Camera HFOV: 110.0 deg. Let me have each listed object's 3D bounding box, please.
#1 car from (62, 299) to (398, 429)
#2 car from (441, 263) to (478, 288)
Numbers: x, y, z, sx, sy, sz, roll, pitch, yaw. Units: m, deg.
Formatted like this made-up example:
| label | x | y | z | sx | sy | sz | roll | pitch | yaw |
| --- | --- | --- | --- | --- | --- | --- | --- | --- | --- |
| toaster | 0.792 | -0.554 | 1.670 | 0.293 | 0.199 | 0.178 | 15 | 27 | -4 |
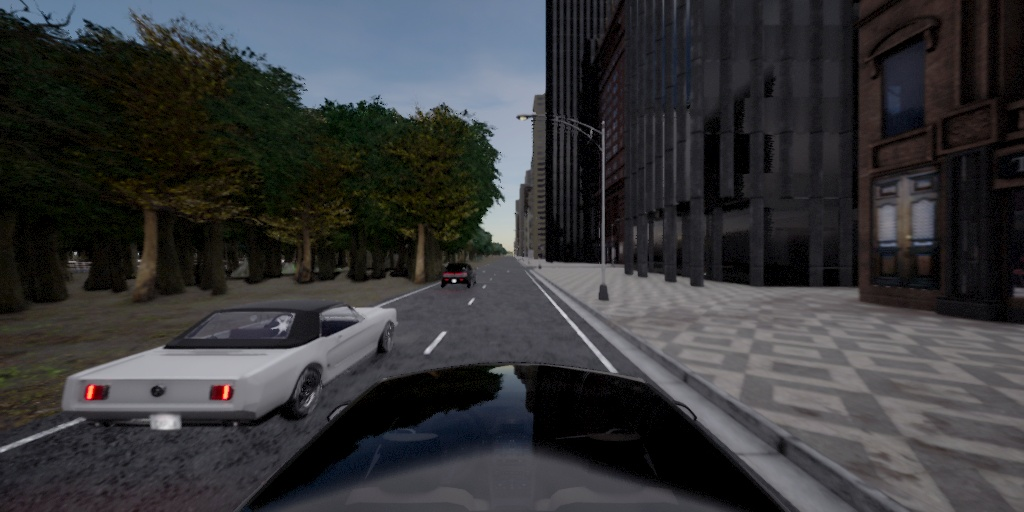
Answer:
| label | x | y | z | sx | sy | sz | roll | pitch | yaw |
| --- | --- | --- | --- | --- | --- | --- | --- | --- | --- |
| car | -3.400 | 1.343 | 5.746 | 1.895 | 1.301 | 4.718 | 0 | 0 | 0 |
| car | -3.406 | 1.214 | 23.534 | 1.837 | 1.490 | 4.892 | 0 | 0 | 0 |
